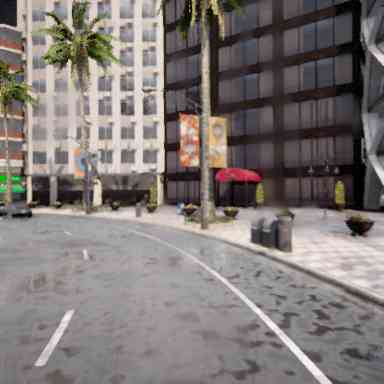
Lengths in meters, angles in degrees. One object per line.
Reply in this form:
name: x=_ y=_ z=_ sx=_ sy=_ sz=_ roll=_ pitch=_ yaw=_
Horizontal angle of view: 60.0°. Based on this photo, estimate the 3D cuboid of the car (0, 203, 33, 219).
car: x=-17.276 y=1.782 z=32.248 sx=4.181 sy=1.385 sz=1.994 roll=-1 pitch=0 yaw=38
